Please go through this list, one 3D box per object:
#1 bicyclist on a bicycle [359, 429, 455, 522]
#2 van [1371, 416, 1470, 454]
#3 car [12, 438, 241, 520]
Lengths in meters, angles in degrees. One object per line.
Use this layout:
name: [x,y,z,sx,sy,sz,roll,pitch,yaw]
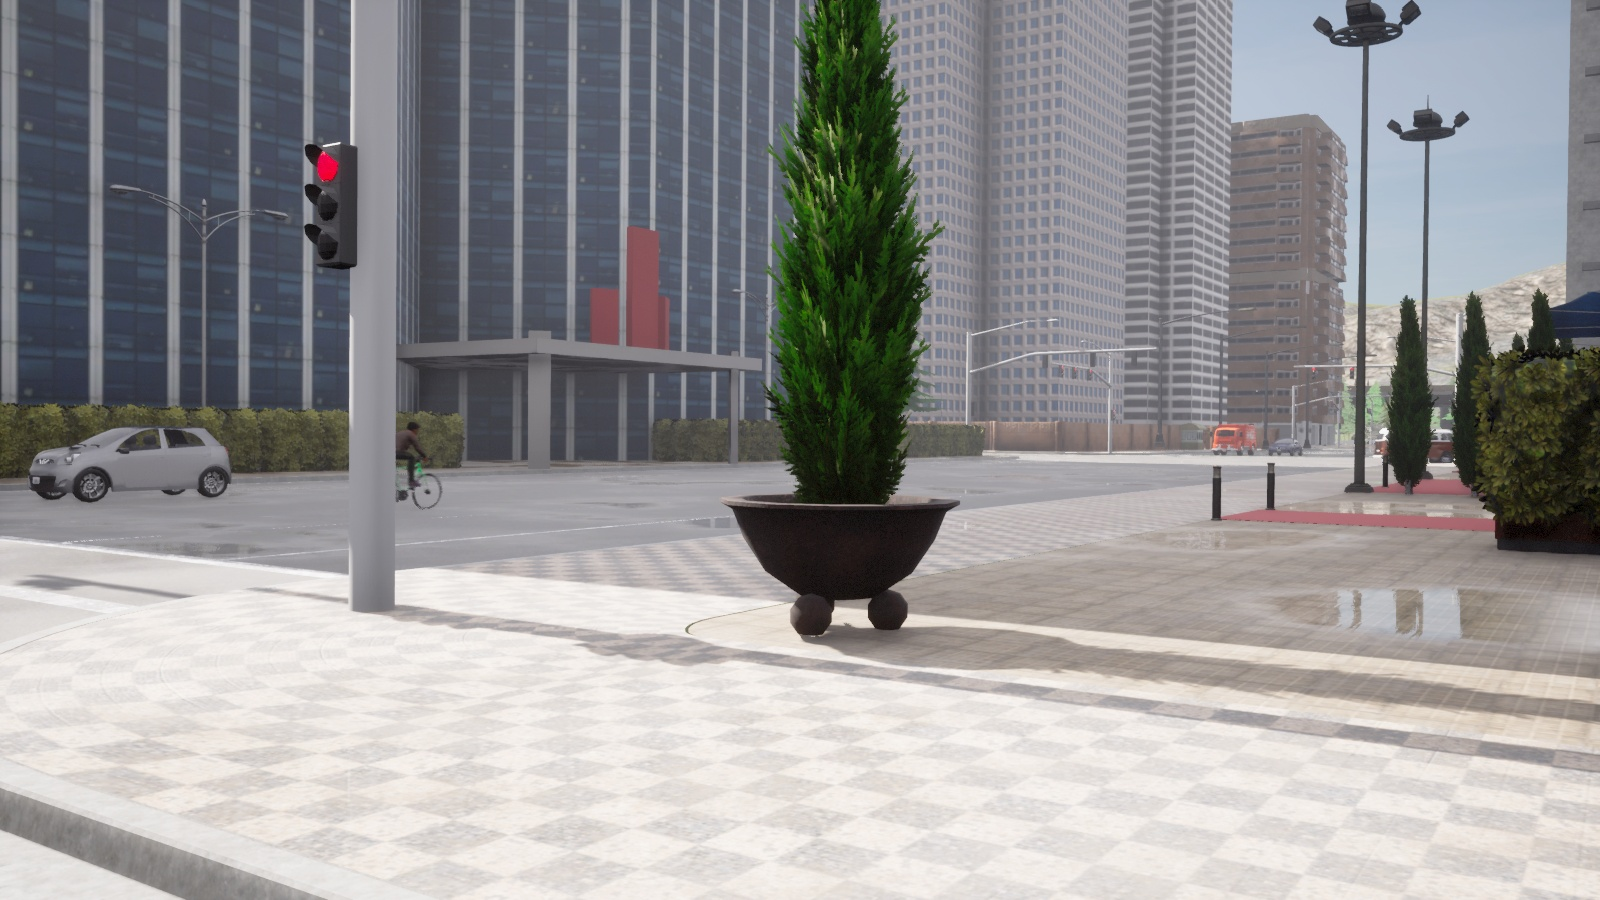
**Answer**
bicyclist on a bicycle: [-7.075,0.439,22.667,0.582,1.620,1.656,0,1,33]
van: [34.320,-0.805,69.510,4.480,2.038,2.069,0,0,8]
car: [-13.586,0.520,25.495,1.845,1.501,3.633,0,1,33]
